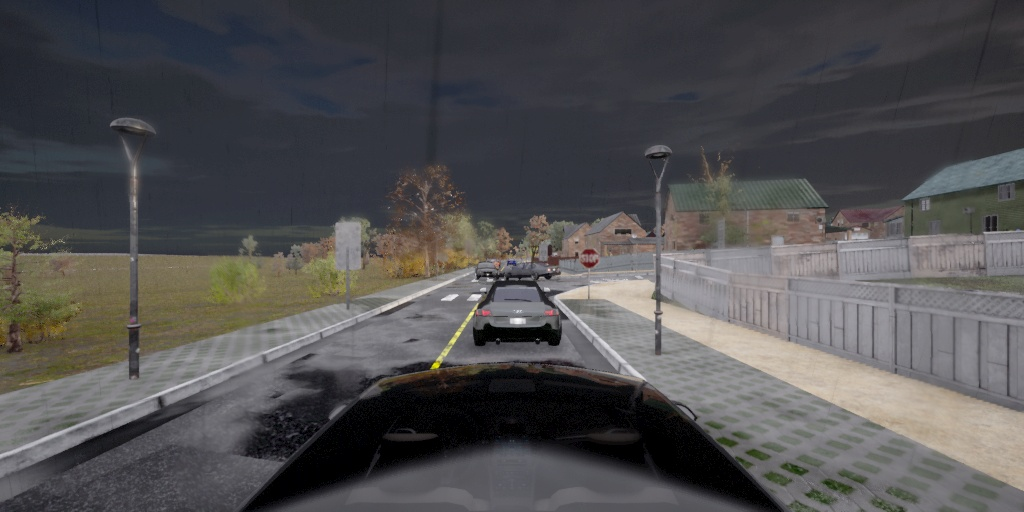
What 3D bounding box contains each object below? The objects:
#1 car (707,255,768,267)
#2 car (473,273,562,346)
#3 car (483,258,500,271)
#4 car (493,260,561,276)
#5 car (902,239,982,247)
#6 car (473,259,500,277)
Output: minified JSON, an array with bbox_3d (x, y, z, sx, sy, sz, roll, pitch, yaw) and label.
[{"bbox_3d":[14.356,0.413,22.826,4.181,1.385,1.994,-3,0,16],"label":"car"},{"bbox_3d":[0.091,1.313,9.414,1.994,1.385,4.181,0,0,-1],"label":"car"},{"bbox_3d":[-2.920,1.121,51.154,2.097,1.767,4.553,0,0,1],"label":"car"},{"bbox_3d":[1.297,1.198,28.430,5.357,1.411,2.033,-4,-3,43],"label":"car"},{"bbox_3d":[23.860,-0.209,20.418,4.902,1.511,2.128,-3,0,14],"label":"car"},{"bbox_3d":[-2.294,1.258,31.336,1.837,1.490,4.892,0,0,-8],"label":"car"}]
